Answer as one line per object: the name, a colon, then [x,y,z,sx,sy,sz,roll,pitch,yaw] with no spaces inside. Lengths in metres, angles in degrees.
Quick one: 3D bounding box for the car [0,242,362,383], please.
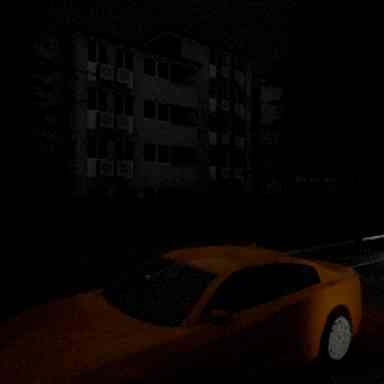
car: [0.215,1.477,4.197,5.008,1.535,1.882,0,0,-37]
